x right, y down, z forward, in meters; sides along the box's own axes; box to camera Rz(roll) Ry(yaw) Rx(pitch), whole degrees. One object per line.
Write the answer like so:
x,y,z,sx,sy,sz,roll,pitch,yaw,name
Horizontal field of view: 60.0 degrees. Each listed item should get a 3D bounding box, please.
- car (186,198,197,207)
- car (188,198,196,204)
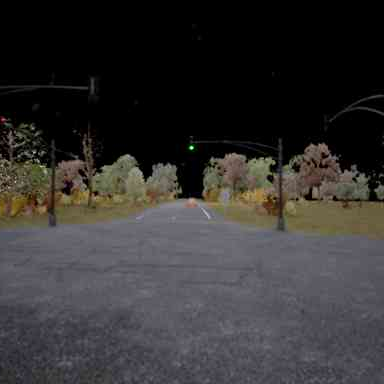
-0.029,2.003,67.086,2.097,1.767,4.553,0,-1,0,car
-0.033,2.115,77.121,1.812,1.442,4.674,0,-1,0,car
